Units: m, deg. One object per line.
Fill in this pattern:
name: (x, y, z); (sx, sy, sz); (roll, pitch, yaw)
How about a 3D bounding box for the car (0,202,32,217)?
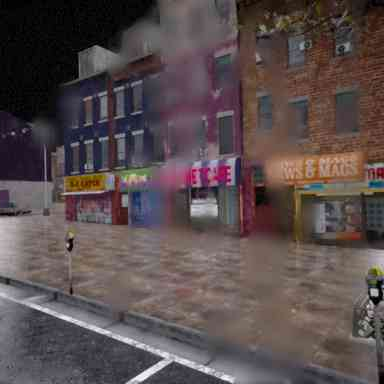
car: (-17.570, 1.621, 30.227); (2.033, 1.411, 5.357); (-2, -1, 39)
